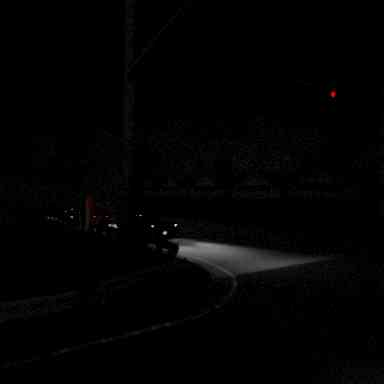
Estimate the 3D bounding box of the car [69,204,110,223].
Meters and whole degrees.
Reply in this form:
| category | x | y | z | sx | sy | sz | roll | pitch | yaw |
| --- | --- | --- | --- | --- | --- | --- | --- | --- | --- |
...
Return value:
| category | x | y | z | sx | sy | sz | roll | pitch | yaw |
| --- | --- | --- | --- | --- | --- | --- | --- | --- | --- |
| car | -8.471 | 1.805 | 27.938 | 1.837 | 1.490 | 4.892 | 1 | 0 | -35 |

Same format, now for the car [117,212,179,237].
| category | x | y | z | sx | sy | sz | roll | pitch | yaw |
| --- | --- | --- | --- | --- | --- | --- | --- | --- | --- |
| car | -2.712 | 1.900 | 19.731 | 1.895 | 1.301 | 4.718 | 1 | 0 | -35 |

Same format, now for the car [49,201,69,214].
| category | x | y | z | sx | sy | sz | roll | pitch | yaw |
| --- | --- | --- | --- | --- | --- | --- | --- | --- | --- |
| car | -14.462 | 1.806 | 36.662 | 1.837 | 1.490 | 4.892 | 1 | -1 | -33 |
